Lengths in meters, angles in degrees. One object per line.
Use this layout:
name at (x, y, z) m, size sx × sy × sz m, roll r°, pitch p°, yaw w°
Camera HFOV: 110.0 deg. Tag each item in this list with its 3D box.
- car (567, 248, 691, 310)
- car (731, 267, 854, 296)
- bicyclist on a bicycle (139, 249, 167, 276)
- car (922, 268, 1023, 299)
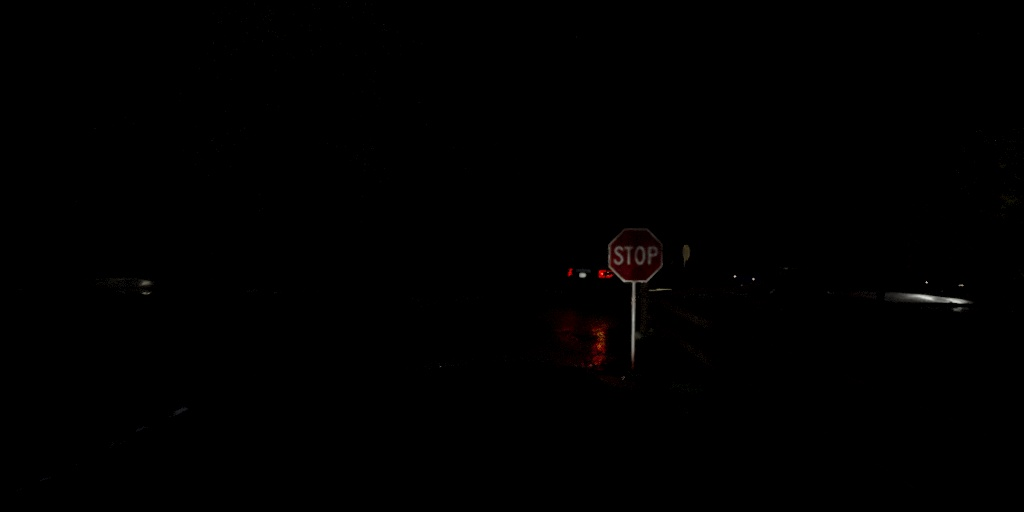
car at (4.583, 0.758, 13.753) m, size 5.566 × 2.045 × 2.150 m, roll 0°, pitch 0°, yaw -36°
car at (13.465, 1.176, 17.474) m, size 4.718 × 1.301 × 1.895 m, roll 1°, pitch 2°, yaw 1°
bicyclist on a bicycle at (-21.993, 0.372, 21.988) m, size 0.582 × 1.620 × 1.656 m, roll 1°, pitch 2°, yaw 2°
car at (23.190, 1.277, 17.101) m, size 5.357 × 1.411 × 2.033 m, roll 1°, pitch 2°, yaw 2°
